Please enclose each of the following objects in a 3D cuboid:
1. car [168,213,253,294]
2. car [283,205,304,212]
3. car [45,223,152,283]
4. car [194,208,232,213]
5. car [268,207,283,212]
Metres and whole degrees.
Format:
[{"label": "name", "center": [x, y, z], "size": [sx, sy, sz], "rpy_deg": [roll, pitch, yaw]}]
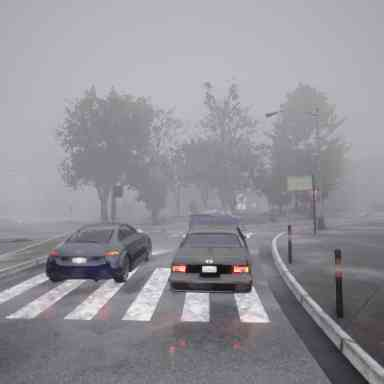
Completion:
[{"label": "car", "center": [0.610, 1.543, 8.972], "size": [2.033, 1.411, 5.357], "rpy_deg": [-1, 0, 6]}, {"label": "car", "center": [21.236, 3.405, 66.627], "size": [1.837, 1.490, 4.892], "rpy_deg": [5, -6, -36]}, {"label": "car", "center": [-2.487, 1.590, 9.809], "size": [1.994, 1.385, 4.181], "rpy_deg": [-1, 0, 4]}, {"label": "car", "center": [1.767, 1.841, 22.218], "size": [1.882, 1.535, 5.008], "rpy_deg": [-3, -5, 33]}, {"label": "car", "center": [19.179, 4.002, 73.368], "size": [4.718, 1.301, 1.895], "rpy_deg": [-4, -6, 41]}]
